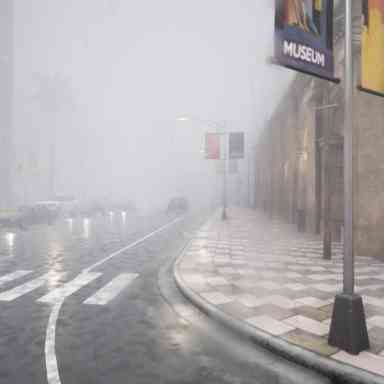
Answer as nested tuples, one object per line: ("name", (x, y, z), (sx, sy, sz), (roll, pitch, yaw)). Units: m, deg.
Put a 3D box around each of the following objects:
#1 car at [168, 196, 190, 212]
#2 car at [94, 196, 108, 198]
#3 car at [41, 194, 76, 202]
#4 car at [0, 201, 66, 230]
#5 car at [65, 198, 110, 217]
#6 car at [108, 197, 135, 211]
("car", (-1.463, 1.341, 38.984), (2.097, 1.767, 4.553), (0, 0, 7))
("car", (-11.711, 1.352, 42.334), (2.097, 1.767, 4.553), (0, 0, 7))
("car", (-12.962, 1.221, 32.085), (2.150, 2.045, 5.566), (0, 0, 7))
("car", (-10.643, 1.547, 21.569), (2.033, 1.411, 5.357), (0, 0, 6))
("car", (-9.569, 1.526, 30.936), (1.812, 1.442, 4.674), (0, 0, 7))
("car", (-8.376, 1.526, 40.753), (1.812, 1.442, 4.674), (0, 0, 7))
